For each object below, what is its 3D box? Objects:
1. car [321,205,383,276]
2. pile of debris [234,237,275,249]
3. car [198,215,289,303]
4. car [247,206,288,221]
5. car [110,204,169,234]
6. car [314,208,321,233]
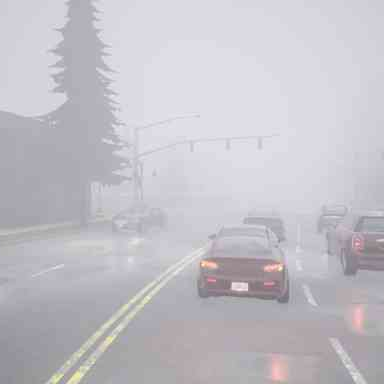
[{"bbox_3d":[5.506,1.352,10.286,2.097,1.767,4.553,0,0,14],"label":"car"},{"bbox_3d":[2.728,2.175,14.287,1.500,0.140,1.860,0,0,18],"label":"pile of debris"},{"bbox_3d":[1.323,1.526,8.200,1.812,1.442,4.674,0,0,12],"label":"car"},{"bbox_3d":[3.827,1.478,17.116,1.882,1.535,5.008,0,0,18],"label":"car"},{"bbox_3d":[-2.942,1.493,19.510,2.128,1.511,4.902,0,0,19],"label":"car"},{"bbox_3d":[8.144,1.491,19.104,2.128,1.511,4.902,0,0,20],"label":"car"}]
